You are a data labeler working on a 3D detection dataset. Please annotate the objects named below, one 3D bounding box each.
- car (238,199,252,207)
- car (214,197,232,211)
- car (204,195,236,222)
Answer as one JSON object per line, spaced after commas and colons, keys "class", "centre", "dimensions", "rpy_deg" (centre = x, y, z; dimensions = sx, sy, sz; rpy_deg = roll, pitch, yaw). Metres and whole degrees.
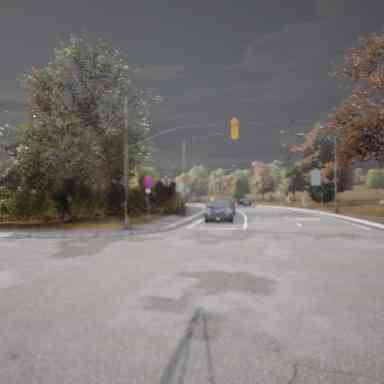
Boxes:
{"class": "car", "centre": [10.120, 2.051, 64.639], "dimensions": [2.128, 1.511, 4.902], "rpy_deg": [-1, -1, -10]}
{"class": "car", "centre": [4.191, 1.612, 45.214], "dimensions": [2.097, 1.767, 4.553], "rpy_deg": [-1, -1, 2]}
{"class": "car", "centre": [2.162, 1.338, 25.732], "dimensions": [2.097, 1.767, 4.553], "rpy_deg": [-1, 0, 9]}
